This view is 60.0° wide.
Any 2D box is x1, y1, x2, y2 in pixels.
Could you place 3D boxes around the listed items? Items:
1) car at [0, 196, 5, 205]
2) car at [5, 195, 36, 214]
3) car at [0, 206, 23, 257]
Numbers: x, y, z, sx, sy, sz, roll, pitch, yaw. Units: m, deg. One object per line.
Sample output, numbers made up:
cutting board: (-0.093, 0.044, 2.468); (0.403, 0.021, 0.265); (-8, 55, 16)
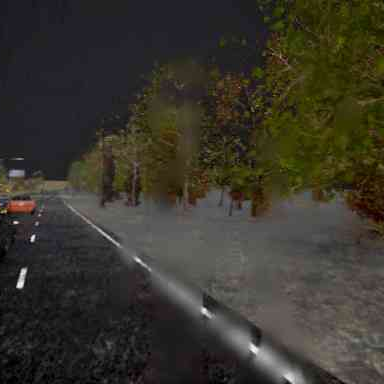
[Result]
car: (-25.633, 1.215, 45.517); (2.033, 1.411, 5.357); (0, 0, -23)
car: (-15.743, 1.100, 30.979); (2.097, 1.767, 4.553); (0, 0, -23)
car: (-7.512, 1.446, 11.998); (2.033, 1.411, 5.357); (0, 0, -23)
